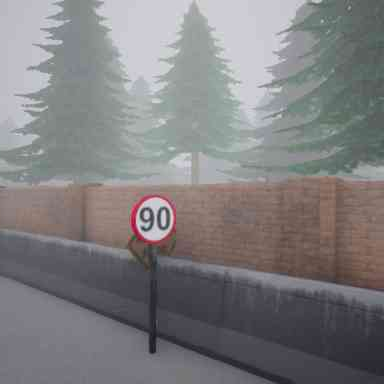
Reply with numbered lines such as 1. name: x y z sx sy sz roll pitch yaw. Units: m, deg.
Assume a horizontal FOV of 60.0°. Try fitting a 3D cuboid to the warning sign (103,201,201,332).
1. warning sign: -0.650 1.114 5.691 1.060 1.860 1.300 0 0 37
